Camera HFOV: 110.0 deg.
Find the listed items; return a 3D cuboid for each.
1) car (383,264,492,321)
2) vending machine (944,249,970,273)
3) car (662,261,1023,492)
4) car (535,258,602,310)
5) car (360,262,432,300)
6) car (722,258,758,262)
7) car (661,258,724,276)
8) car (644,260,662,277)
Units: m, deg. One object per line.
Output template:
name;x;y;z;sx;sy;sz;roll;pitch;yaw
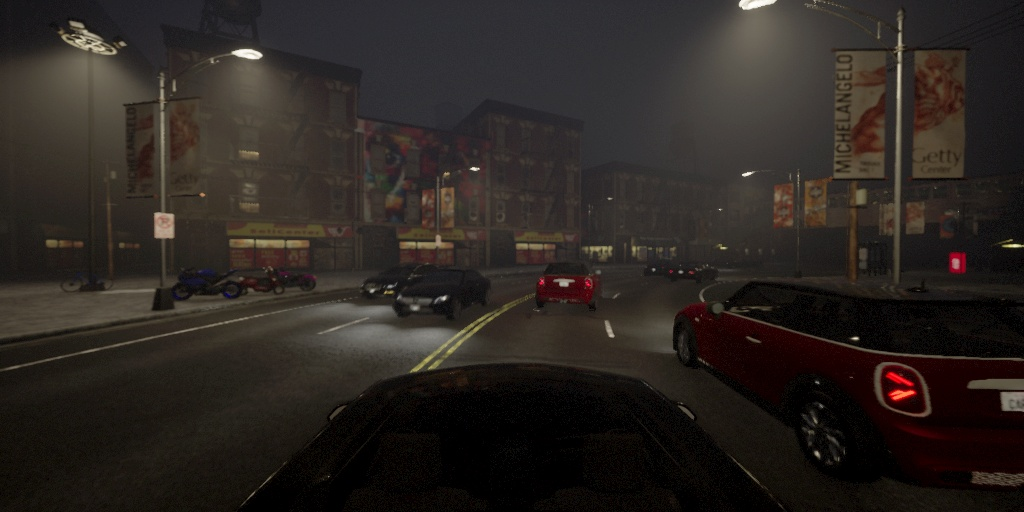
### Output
car;-2.066;1.134;12.129;1.812;1.442;4.674;0;1;15
vending machine;42.252;0.669;34.042;0.880;2.100;1.100;0;0;-28
car;3.932;1.075;4.784;2.097;1.767;4.553;0;1;4
car;2.375;0.949;14.071;2.097;1.767;4.553;1;1;17
car;-4.535;1.055;15.966;1.837;1.490;4.892;0;1;20
car;27.567;0.915;42.541;4.718;1.301;1.895;0;1;-28
car;12.374;1.045;24.419;2.033;1.411;5.357;1;1;43
car;12.402;1.004;28.922;4.181;1.385;1.994;0;1;-42
